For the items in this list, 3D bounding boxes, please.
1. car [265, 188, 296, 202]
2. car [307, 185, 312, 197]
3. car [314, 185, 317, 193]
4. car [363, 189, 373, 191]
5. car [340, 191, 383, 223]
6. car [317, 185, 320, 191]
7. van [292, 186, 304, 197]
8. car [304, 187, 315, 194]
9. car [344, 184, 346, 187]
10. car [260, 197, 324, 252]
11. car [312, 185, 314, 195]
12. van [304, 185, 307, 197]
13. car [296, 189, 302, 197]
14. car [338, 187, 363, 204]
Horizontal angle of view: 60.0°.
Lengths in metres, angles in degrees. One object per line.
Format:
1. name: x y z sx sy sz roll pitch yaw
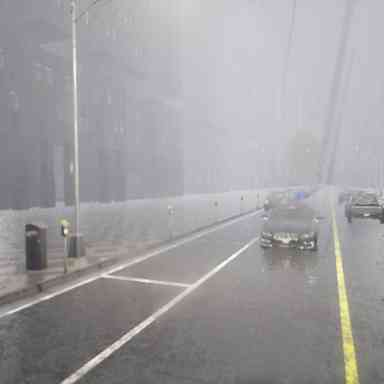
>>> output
1. car: 7.351 0.738 28.196 1.967 1.590 4.097 0 1 23
2. car: 16.060 0.061 49.160 2.192 1.841 5.009 0 1 23
3. car: 22.592 -0.352 64.884 2.192 1.841 5.009 0 1 23
4. car: 21.760 0.454 40.659 1.802 1.307 4.206 0 1 23
5. car: 10.151 0.947 19.756 2.128 1.511 4.902 0 2 23
6. car: 29.124 -0.761 80.608 2.192 1.841 5.009 0 1 23
7. van: 11.705 0.363 38.677 1.690 1.788 3.998 0 1 23
8. car: 24.772 -0.253 70.130 2.008 1.369 4.403 0 1 23
9. car: 37.002 -0.648 77.347 1.967 1.590 4.097 0 1 23
10. car: 3.860 1.180 12.587 1.837 1.490 4.892 0 3 23
11. car: 18.237 -0.077 54.401 2.192 1.841 5.009 0 1 23
12. van: 13.883 0.225 43.919 1.690 1.788 3.998 0 1 23
13. car: 9.530 0.711 33.440 2.008 1.369 4.403 0 1 23
14. car: 16.975 0.513 36.145 2.128 1.511 4.902 0 1 23
